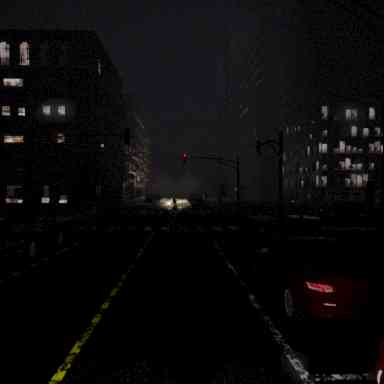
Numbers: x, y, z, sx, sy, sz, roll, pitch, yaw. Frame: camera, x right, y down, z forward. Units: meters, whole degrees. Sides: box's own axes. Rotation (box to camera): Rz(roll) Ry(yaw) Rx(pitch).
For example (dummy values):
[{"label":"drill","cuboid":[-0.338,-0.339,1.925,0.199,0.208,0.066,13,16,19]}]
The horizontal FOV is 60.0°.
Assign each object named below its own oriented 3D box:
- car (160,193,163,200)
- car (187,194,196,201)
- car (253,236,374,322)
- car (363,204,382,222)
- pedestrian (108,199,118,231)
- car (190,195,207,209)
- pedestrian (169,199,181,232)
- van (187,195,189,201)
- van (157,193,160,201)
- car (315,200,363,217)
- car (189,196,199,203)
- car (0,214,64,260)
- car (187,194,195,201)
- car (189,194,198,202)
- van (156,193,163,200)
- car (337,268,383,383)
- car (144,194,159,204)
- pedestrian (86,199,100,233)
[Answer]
[{"label":"car","cuboid":[-8.399,1.458,78.570,1.887,1.381,4.507,-1,0,-2]},{"label":"car","cuboid":[-0.059,1.353,78.890,1.967,1.590,4.097,-1,0,-2]},{"label":"car","cuboid":[2.456,1.579,6.996,1.802,1.307,4.206,-1,0,-2]},{"label":"car","cuboid":[15.873,1.690,25.220,4.403,1.369,2.008,0,1,-1]},{"label":"pedestrian","cuboid":[-4.516,1.286,19.172,0.375,1.860,0.375,-1,1,-2]},{"label":"car","cuboid":[1.110,1.513,45.036,1.887,1.381,4.507,-1,0,-2]},{"label":"pedestrian","cuboid":[-0.937,1.287,18.696,0.375,1.860,0.375,-1,1,-2]},{"label":"van","cuboid":[0.524,1.285,61.963,1.690,1.788,3.998,-1,0,-2]},{"label":"van","cuboid":[-8.013,1.276,67.285,1.690,1.788,3.998,-1,0,-2]},{"label":"car","cuboid":[14.068,1.543,31.099,4.892,1.490,1.837,0,1,-1]},{"label":"car","cuboid":[0.331,1.479,67.606,1.887,1.381,4.507,-1,0,-2]},{"label":"car","cuboid":[-6.111,1.546,12.248,2.008,1.369,4.403,-1,0,-2]},{"label":"car","cuboid":[-0.248,1.341,84.533,1.967,1.590,4.097,-1,0,-2]},{"label":"car","cuboid":[0.914,1.401,50.678,1.967,1.590,4.097,-1,0,-2]},{"label":"van","cuboid":[-8.791,1.229,89.857,1.690,1.788,3.998,-1,0,-2]},{"label":"car","cuboid":[2.648,1.544,1.418,1.887,1.381,4.507,-1,0,-2]},{"label":"car","cuboid":[-7.815,1.510,61.643,1.947,1.339,4.313,-1,0,-2]},{"label":"pedestrian","cuboid":[-5.337,1.287,17.942,0.375,1.860,0.375,-1,1,-2]}]
